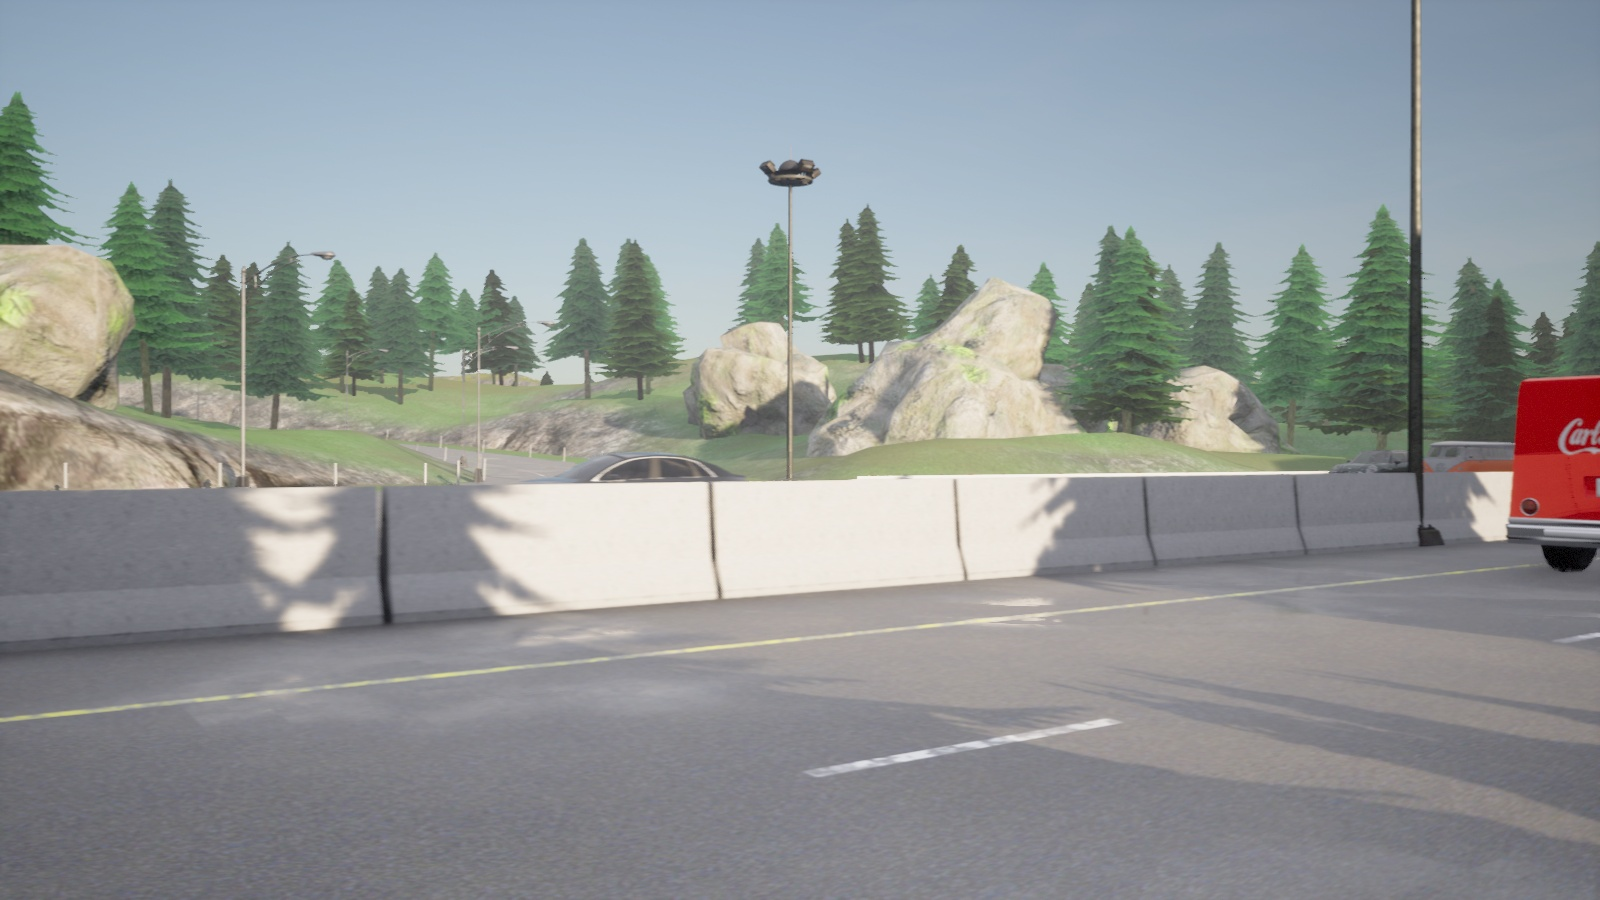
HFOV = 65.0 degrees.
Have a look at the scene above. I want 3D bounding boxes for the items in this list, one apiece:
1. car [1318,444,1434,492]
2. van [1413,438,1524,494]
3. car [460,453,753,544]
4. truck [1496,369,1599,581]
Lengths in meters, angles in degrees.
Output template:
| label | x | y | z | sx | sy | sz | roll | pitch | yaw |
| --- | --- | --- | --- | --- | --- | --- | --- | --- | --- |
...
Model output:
| label | x | y | z | sx | sy | sz | roll | pitch | yaw |
| --- | --- | --- | --- | --- | --- | --- | --- | --- | --- |
| car | 22.623 | 0.676 | 49.256 | 4.553 | 1.767 | 2.097 | 0 | 0 | -35 |
| van | 24.775 | 0.559 | 46.490 | 4.442 | 1.987 | 1.775 | 0 | 0 | -35 |
| car | -3.415 | 0.814 | 22.603 | 4.892 | 1.490 | 1.837 | 1 | -1 | -35 |
| truck | 11.500 | 0.277 | 15.930 | 5.204 | 2.467 | 2.627 | 0 | 0 | -35 |
